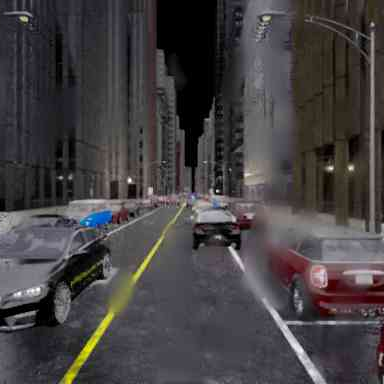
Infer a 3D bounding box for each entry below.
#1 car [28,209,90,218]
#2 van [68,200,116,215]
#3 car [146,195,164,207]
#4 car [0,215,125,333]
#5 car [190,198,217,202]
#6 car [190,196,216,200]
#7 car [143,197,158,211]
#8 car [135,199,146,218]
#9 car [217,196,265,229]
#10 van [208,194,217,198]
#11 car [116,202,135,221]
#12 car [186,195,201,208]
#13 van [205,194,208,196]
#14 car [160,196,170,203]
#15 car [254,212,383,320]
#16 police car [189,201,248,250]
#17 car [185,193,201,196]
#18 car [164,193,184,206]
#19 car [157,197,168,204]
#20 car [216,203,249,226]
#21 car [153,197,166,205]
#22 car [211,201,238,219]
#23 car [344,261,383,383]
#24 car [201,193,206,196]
[{"bbox_3d":[-5.725,1.561,12.936,1.947,1.339,4.313,0,0,0],"label":"car"},{"bbox_3d":[-5.709,1.334,18.554,1.690,1.788,3.998,0,0,0],"label":"van"},{"bbox_3d":[-5.629,1.301,46.645,2.192,1.841,5.009,0,0,0],"label":"car"},{"bbox_3d":[-3.080,1.489,7.117,2.128,1.511,4.902,0,0,0],"label":"car"},{"bbox_3d":[0.956,1.447,24.564,1.801,1.575,5.366,0,0,0],"label":"car"},{"bbox_3d":[0.941,1.445,30.564,1.801,1.575,5.366,0,0,0],"label":"car"},{"bbox_3d":[-5.645,1.569,41.027,1.802,1.307,4.206,0,0,0],"label":"car"},{"bbox_3d":[-5.677,1.555,29.791,1.947,1.339,4.313,0,0,0],"label":"car"},{"bbox_3d":[2.816,1.307,18.545,2.192,1.841,5.009,0,0,0],"label":"car"},{"bbox_3d":[2.864,1.328,35.402,1.690,1.788,3.998,0,0,0],"label":"van"},{"bbox_3d":[-5.693,1.536,24.172,1.887,1.381,4.507,0,0,0],"label":"car"},{"bbox_3d":[0.143,1.549,48.617,1.994,1.385,4.181,0,0,0],"label":"car"},{"bbox_3d":[2.880,1.327,41.020,1.690,1.788,3.998,0,0,0],"label":"van"},{"bbox_3d":[-5.564,1.567,69.119,1.802,1.307,4.206,0,0,0],"label":"car"},{"bbox_3d":[2.784,1.437,7.308,1.967,1.590,4.097,0,0,0],"label":"car"},{"bbox_3d":[0.942,1.419,14.483,1.930,1.638,5.238,0,0,0],"label":"police car"},{"bbox_3d":[0.193,1.207,67.022,2.150,2.045,5.566,0,0,0],"label":"car"},{"bbox_3d":[-2.850,1.366,52.262,2.097,1.767,4.553,0,0,0],"label":"car"},{"bbox_3d":[-5.580,1.567,63.500,1.802,1.307,4.206,0,0,0],"label":"car"},{"bbox_3d":[2.832,1.556,24.164,1.947,1.339,4.313,0,0,0],"label":"car"},{"bbox_3d":[-5.597,1.530,57.882,1.887,1.381,4.507,0,0,0],"label":"car"},{"bbox_3d":[2.848,1.540,29.783,2.008,1.369,4.403,0,0,0],"label":"car"},{"bbox_3d":[2.768,1.544,1.689,1.887,1.381,4.507,0,0,0],"label":"car"},{"bbox_3d":[2.960,1.299,69.114,2.192,1.841,5.009,0,0,0],"label":"car"}]
